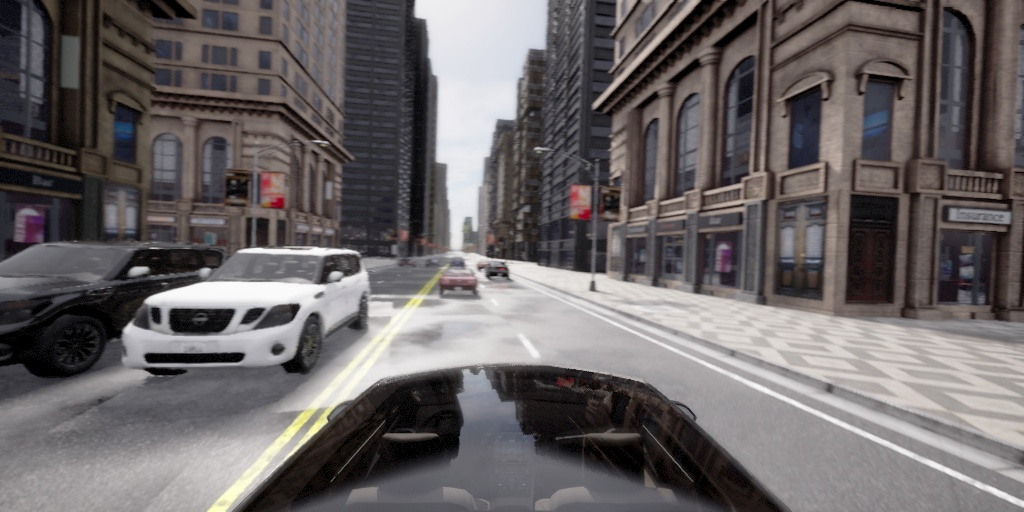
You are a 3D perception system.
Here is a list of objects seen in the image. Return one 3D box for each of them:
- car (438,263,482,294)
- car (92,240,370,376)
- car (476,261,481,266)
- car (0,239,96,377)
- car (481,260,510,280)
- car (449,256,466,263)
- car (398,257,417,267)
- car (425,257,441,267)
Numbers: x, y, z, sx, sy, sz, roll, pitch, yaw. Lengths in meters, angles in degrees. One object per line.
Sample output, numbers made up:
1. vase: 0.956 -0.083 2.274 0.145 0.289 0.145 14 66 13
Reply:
1. car: -2.854 1.238 19.151 1.895 1.301 4.718 2 0 -9
2. car: -4.524 0.814 7.368 2.150 2.045 5.566 2 0 -9
3. car: -3.420 1.193 44.152 1.895 1.301 4.718 2 0 -8
4. car: -7.741 0.707 6.911 2.150 2.045 5.566 2 0 -9
5. car: -1.303 1.182 30.420 1.837 1.490 4.892 2 0 -9
6. car: -7.094 0.818 46.895 2.097 1.767 4.553 2 0 -9
7. car: -14.120 0.793 48.696 1.994 1.385 4.181 2 0 -8
8. car: -11.115 0.892 50.593 1.994 1.385 4.181 2 0 -8
